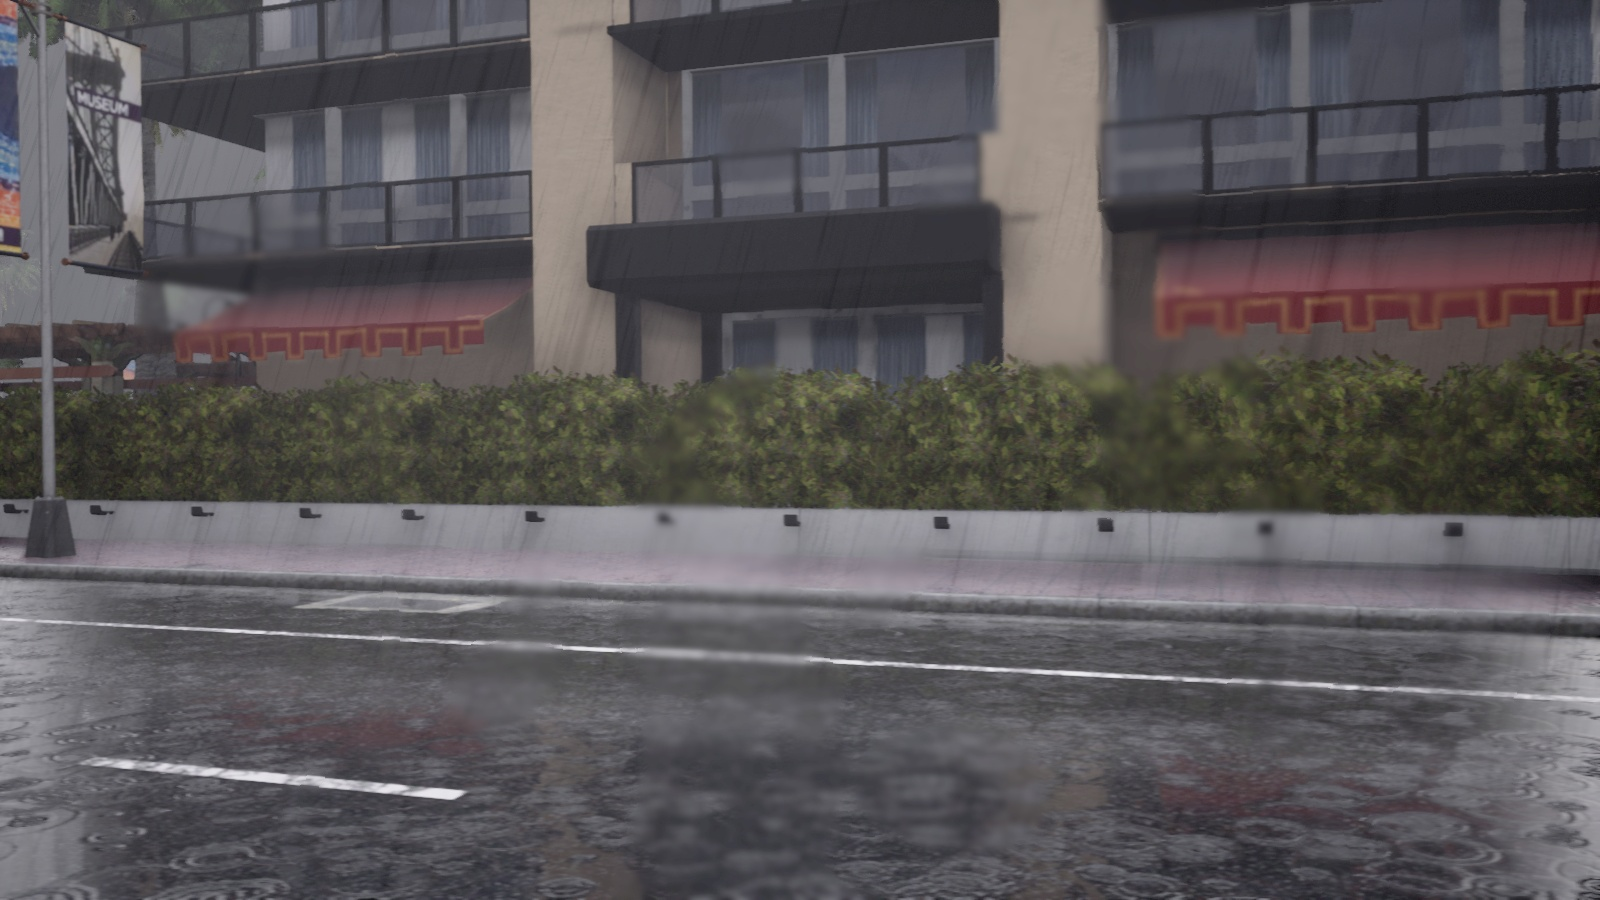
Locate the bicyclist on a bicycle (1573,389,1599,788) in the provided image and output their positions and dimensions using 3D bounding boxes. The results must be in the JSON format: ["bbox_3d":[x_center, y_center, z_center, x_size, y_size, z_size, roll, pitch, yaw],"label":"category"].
[{"bbox_3d":[4.466,0.619,5.382,1.843,1.776,0.659,0,1,18],"label":"bicyclist on a bicycle"}]
